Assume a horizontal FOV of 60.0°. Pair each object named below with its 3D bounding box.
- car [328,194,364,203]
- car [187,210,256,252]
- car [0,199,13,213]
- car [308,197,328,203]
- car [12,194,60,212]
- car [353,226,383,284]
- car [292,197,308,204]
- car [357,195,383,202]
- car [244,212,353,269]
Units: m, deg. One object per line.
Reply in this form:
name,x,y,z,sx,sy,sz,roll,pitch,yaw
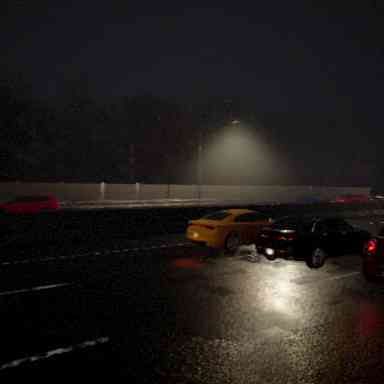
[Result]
car,21.304,1.229,44.922,5.566,2.045,2.150,0,0,-35
car,2.153,1.480,14.008,5.008,1.535,1.882,0,0,-36
car,-15.465,1.491,23.037,4.902,1.511,2.128,0,0,-35
car,19.430,1.503,47.884,4.902,1.511,2.128,0,0,-35
car,-14.204,1.223,28.202,5.566,2.045,2.150,0,0,-35
car,6.370,1.354,8.417,4.553,1.767,2.097,0,0,-36
car,17.227,1.489,50.608,5.008,1.535,1.882,0,0,-35
car,23.631,1.503,42.293,4.902,1.511,2.128,0,0,-35
car,4.269,1.509,11.218,4.892,1.490,1.837,0,0,-36
